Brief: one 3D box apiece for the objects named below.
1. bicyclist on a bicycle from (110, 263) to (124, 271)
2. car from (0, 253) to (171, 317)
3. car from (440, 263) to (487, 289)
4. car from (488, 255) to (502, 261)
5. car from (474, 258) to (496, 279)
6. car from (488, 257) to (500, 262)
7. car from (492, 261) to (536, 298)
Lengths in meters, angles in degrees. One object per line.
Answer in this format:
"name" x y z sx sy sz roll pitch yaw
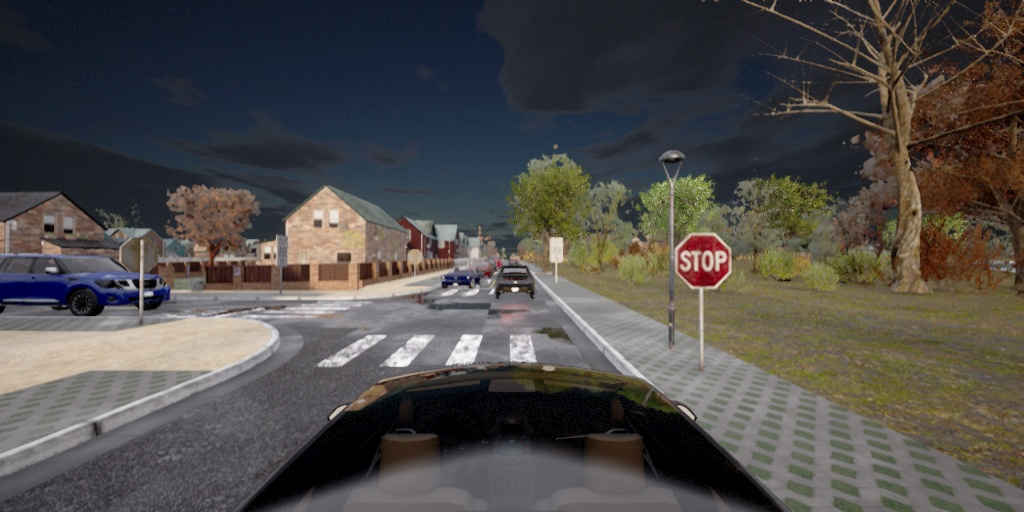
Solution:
"bicyclist on a bicycle" -20.180 1.161 18.293 0.582 1.620 1.656 0 -1 2
"car" -15.075 0.940 12.259 5.566 2.045 2.150 0 -1 2
"car" -3.042 1.300 22.600 1.895 1.301 4.718 0 0 5
"car" -2.648 0.893 53.073 2.150 2.045 5.566 0 0 0
"car" -2.745 1.161 32.201 1.882 1.535 5.008 0 0 1
"car" -2.711 1.178 42.051 1.837 1.490 4.892 0 0 0
"car" 0.147 1.213 18.306 1.837 1.490 4.892 0 0 0
